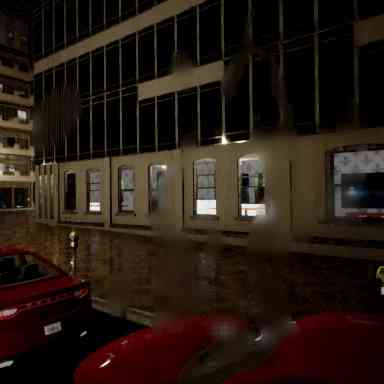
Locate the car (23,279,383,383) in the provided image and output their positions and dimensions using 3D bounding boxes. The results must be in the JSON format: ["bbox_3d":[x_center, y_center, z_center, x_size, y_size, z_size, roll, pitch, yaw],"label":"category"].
[{"bbox_3d":[1.047,1.545,2.137,4.507,1.381,1.887,0,-1,35],"label":"car"}]

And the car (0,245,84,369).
[{"bbox_3d":[-3.528,1.546,5.396,4.507,1.381,1.887,0,-1,35],"label":"car"}]
